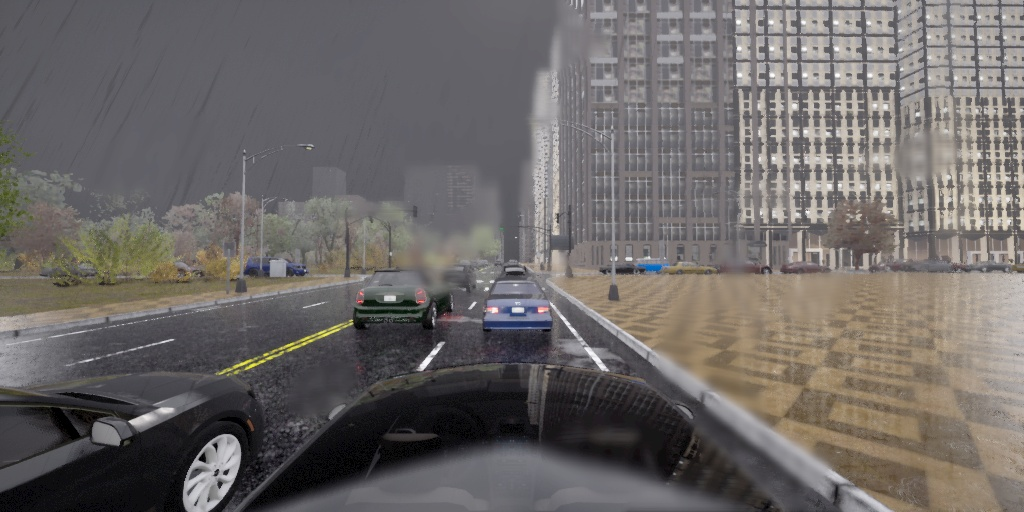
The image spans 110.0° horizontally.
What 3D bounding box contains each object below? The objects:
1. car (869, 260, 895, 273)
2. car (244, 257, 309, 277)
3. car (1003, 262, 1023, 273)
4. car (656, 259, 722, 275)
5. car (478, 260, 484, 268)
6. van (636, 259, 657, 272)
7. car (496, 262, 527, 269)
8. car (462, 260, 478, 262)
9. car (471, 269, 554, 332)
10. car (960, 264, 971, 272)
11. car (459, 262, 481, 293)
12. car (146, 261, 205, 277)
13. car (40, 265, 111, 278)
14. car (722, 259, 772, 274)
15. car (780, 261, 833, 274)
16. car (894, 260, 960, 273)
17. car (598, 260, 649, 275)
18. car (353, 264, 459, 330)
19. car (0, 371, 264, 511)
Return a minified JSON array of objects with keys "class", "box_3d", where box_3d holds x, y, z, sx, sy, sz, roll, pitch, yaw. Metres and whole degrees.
[{"class":"car","box_3d":[43.992,1.159,41.580,4.097,1.591,1.967,0,0,-1]},{"class":"car","box_3d":[-23.076,1.112,35.179,5.566,2.045,2.150,0,-2,-1]},{"class":"car","box_3d":[49.893,0.971,33.606,4.829,1.417,1.751,0,0,-1]},{"class":"car","box_3d":[16.388,1.129,33.276,4.829,1.417,1.751,0,0,-1]},{"class":"car","box_3d":[-6.446,1.521,61.217,1.994,1.385,4.181,0,0,0]},{"class":"van","box_3d":[16.024,1.193,41.295,3.998,1.789,1.690,0,0,-1]},{"class":"car","box_3d":[0.141,1.284,21.399,1.837,1.490,4.892,0,0,-1]},{"class":"car","box_3d":[-6.485,1.383,51.999,1.882,1.535,5.008,0,0,0]},{"class":"car","box_3d":[0.121,1.305,10.839,2.033,1.411,5.357,0,0,0]},{"class":"car","box_3d":[49.585,1.240,41.637,4.507,1.381,1.888,0,0,-1]},{"class":"car","box_3d":[-3.111,1.283,21.003,1.837,1.490,4.892,0,0,0]},{"class":"car","box_3d":[-32.856,1.300,35.116,4.553,1.767,2.097,0,-2,0]},{"class":"car","box_3d":[-42.800,1.556,35.185,5.357,1.411,2.033,0,-2,1]},{"class":"car","box_3d":[21.802,1.015,33.331,4.097,1.591,1.967,0,0,-1]},{"class":"car","box_3d":[27.386,1.130,33.388,4.207,1.307,1.802,0,0,-1]},{"class":"car","box_3d":[44.975,1.197,38.925,4.181,1.385,1.994,0,-2,0]},{"class":"car","box_3d":[11.786,1.395,38.673,4.718,1.301,1.895,0,-2,0]},{"class":"car","box_3d":[-3.132,1.110,11.320,2.097,1.767,4.553,0,0,0]},{"class":"car","box_3d":[-3.152,1.255,1.245,1.837,1.490,4.892,0,0,0]}]
